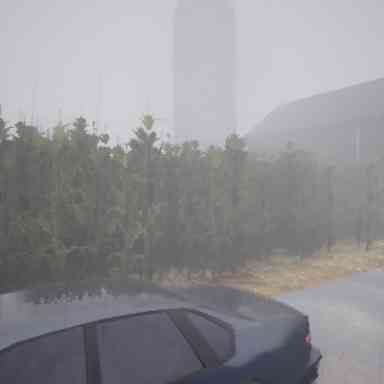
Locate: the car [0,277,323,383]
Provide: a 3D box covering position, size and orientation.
[{"bbox_3d":[-1.168,1.557,2.667,5.357,1.411,2.033,0,0,-36],"label":"car"}]
